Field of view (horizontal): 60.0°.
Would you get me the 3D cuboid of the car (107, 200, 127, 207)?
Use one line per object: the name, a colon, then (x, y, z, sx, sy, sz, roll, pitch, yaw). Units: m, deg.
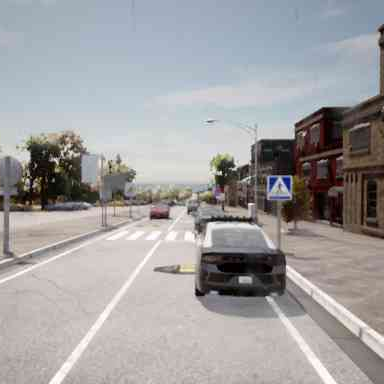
car: (-21.385, 3.349, 92.619, 5.008, 1.535, 2.097, 0, -1, 0)

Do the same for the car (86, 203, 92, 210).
car: (-21.621, 2.615, 60.995, 5.008, 1.535, 2.097, 0, -1, 0)

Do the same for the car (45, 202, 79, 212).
car: (-21.659, 2.504, 54.446, 4.674, 1.452, 2.002, 0, -1, 0)

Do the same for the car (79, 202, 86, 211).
car: (-21.633, 2.541, 57.722, 4.892, 1.521, 2.231, 0, -1, 0)

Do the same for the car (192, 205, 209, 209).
car: (1.050, 1.709, 18.771, 1.837, 1.490, 4.892, 0, -1, 0)

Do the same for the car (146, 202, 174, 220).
car: (-3.185, 2.027, 33.886, 1.882, 1.535, 5.008, 0, -1, 0)

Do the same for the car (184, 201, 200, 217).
car: (0.256, 2.344, 46.538, 1.837, 1.490, 4.892, 0, -1, 1)

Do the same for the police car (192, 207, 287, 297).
police car: (1.025, 1.449, 8.861, 1.930, 1.638, 5.238, 1, 0, 0)

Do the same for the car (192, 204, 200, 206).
car: (1.084, 1.846, 24.775, 1.837, 1.490, 4.892, 0, -1, 0)

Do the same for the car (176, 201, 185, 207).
car: (-2.702, 3.421, 93.912, 1.837, 1.490, 4.892, 0, -2, 0)

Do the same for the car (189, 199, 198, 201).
car: (0.333, 2.375, 60.380, 2.150, 2.045, 5.566, 0, -1, 0)
